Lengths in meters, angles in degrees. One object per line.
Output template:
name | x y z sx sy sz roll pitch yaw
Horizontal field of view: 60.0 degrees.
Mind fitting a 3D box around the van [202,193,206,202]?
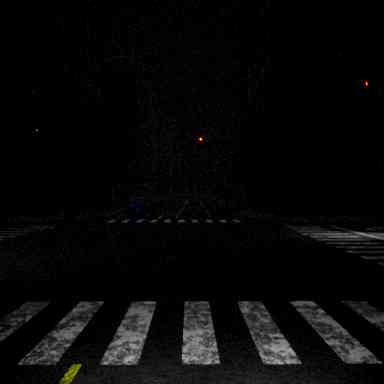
van | 2.963 1.341 56.028 1.690 1.788 3.998 0 0 0

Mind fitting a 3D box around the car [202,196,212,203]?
car | 3.024 1.547 67.367 2.008 1.369 4.403 0 0 0

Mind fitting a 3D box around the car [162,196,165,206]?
car | -5.593 1.582 50.400 1.802 1.307 4.206 0 0 0

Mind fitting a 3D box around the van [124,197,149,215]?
van | -5.684 1.341 33.395 1.690 1.788 3.998 0 0 0

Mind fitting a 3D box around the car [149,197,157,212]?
car | -5.654 1.440 39.063 1.967 1.590 4.097 0 0 0

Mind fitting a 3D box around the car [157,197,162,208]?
car | -5.623 1.566 44.732 1.947 1.339 4.313 0 0 0

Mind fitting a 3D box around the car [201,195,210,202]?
car | 3.084 1.432 78.705 1.967 1.590 4.097 0 0 0

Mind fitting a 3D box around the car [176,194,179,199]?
car | -5.381 1.301 90.078 2.192 1.841 5.009 0 0 0

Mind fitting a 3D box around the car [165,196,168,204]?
car | -5.563 1.565 56.068 1.947 1.339 4.313 0 0 0

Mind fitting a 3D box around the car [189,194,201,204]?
car | 0.338 1.562 63.725 1.994 1.385 4.181 0 0 0

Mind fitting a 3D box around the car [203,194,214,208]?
car | 2.902 1.441 44.690 1.967 1.590 4.097 0 0 0

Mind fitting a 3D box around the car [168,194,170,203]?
car | -5.533 1.524 61.566 1.752 1.417 4.829 0 0 0

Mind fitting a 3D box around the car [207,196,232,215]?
car | 2.842 1.440 33.352 1.967 1.590 4.097 0 0 0

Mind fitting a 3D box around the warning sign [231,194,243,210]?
warning sign | 5.275 1.116 39.333 1.300 1.860 1.060 0 0 0

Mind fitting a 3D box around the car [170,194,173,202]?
car | -5.502 1.562 67.404 1.947 1.339 4.313 0 0 0

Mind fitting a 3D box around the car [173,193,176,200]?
car | -5.442 1.517 78.571 1.752 1.417 4.829 0 0 0

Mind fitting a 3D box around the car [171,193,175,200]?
car | -5.472 1.539 73.072 1.887 1.381 4.507 0 0 0
